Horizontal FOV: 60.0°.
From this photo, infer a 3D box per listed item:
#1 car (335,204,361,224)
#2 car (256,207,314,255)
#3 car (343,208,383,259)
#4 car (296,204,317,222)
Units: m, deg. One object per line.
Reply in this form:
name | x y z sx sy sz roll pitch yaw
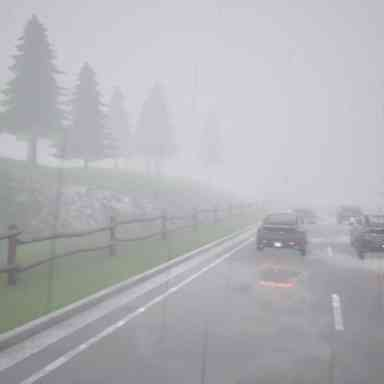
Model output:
car | 12.724 1.752 26.740 1.837 1.490 4.892 0 0 22
car | 3.967 1.608 14.067 1.837 1.490 4.892 0 0 22
car | 7.225 1.620 12.786 2.128 1.511 4.902 0 0 22
car | 9.616 1.747 28.386 1.812 1.442 4.674 0 0 22
